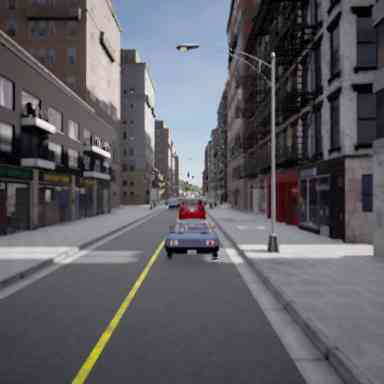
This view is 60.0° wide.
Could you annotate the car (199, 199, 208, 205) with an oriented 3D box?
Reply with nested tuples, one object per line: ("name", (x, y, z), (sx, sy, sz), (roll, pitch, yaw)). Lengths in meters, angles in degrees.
("car", (2.678, 2.292, 77.936), (2.008, 1.369, 4.403), (0, -1, 0))

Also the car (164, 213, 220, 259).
("car", (0.024, 1.732, 13.249), (1.895, 1.301, 4.718), (0, -1, 0))

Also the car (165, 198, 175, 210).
("car", (-2.728, 2.064, 53.518), (2.033, 1.411, 5.357), (0, -1, 0))

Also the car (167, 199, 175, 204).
("car", (-5.344, 2.375, 83.622), (1.802, 1.307, 4.206), (0, -1, 0))

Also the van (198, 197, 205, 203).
("van", (2.687, 2.236, 94.984), (1.690, 1.788, 3.998), (0, -1, 0))

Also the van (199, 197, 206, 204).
("van", (2.681, 2.134, 83.620), (1.690, 1.788, 3.998), (0, -1, 0))

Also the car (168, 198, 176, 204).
("car", (-5.341, 2.410, 89.305), (1.947, 1.339, 4.313), (0, -1, 0))

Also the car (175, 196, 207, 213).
("car", (0.025, 1.496, 27.605), (2.150, 2.045, 5.566), (0, 0, 0))

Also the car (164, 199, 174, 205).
("car", (-5.347, 2.307, 77.940), (1.947, 1.339, 4.313), (0, -1, 0))
